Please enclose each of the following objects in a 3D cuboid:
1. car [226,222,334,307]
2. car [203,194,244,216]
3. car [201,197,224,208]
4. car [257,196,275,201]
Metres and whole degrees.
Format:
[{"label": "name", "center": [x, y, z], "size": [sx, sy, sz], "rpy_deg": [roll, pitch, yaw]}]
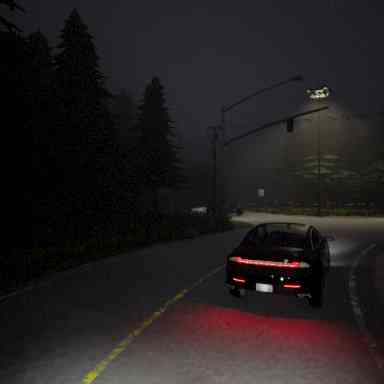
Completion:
[{"label": "car", "center": [2.296, 1.492, 8.128], "size": [2.128, 1.511, 4.902], "rpy_deg": [0, 0, 25]}, {"label": "car", "center": [3.038, 1.248, 32.443], "size": [2.150, 2.045, 5.566], "rpy_deg": [0, 0, -16]}, {"label": "car", "center": [3.111, 1.518, 49.052], "size": [2.128, 1.511, 4.902], "rpy_deg": [0, 0, 20]}, {"label": "car", "center": [14.844, 1.555, 66.240], "size": [1.837, 1.490, 4.892], "rpy_deg": [0, 0, 44]}]
